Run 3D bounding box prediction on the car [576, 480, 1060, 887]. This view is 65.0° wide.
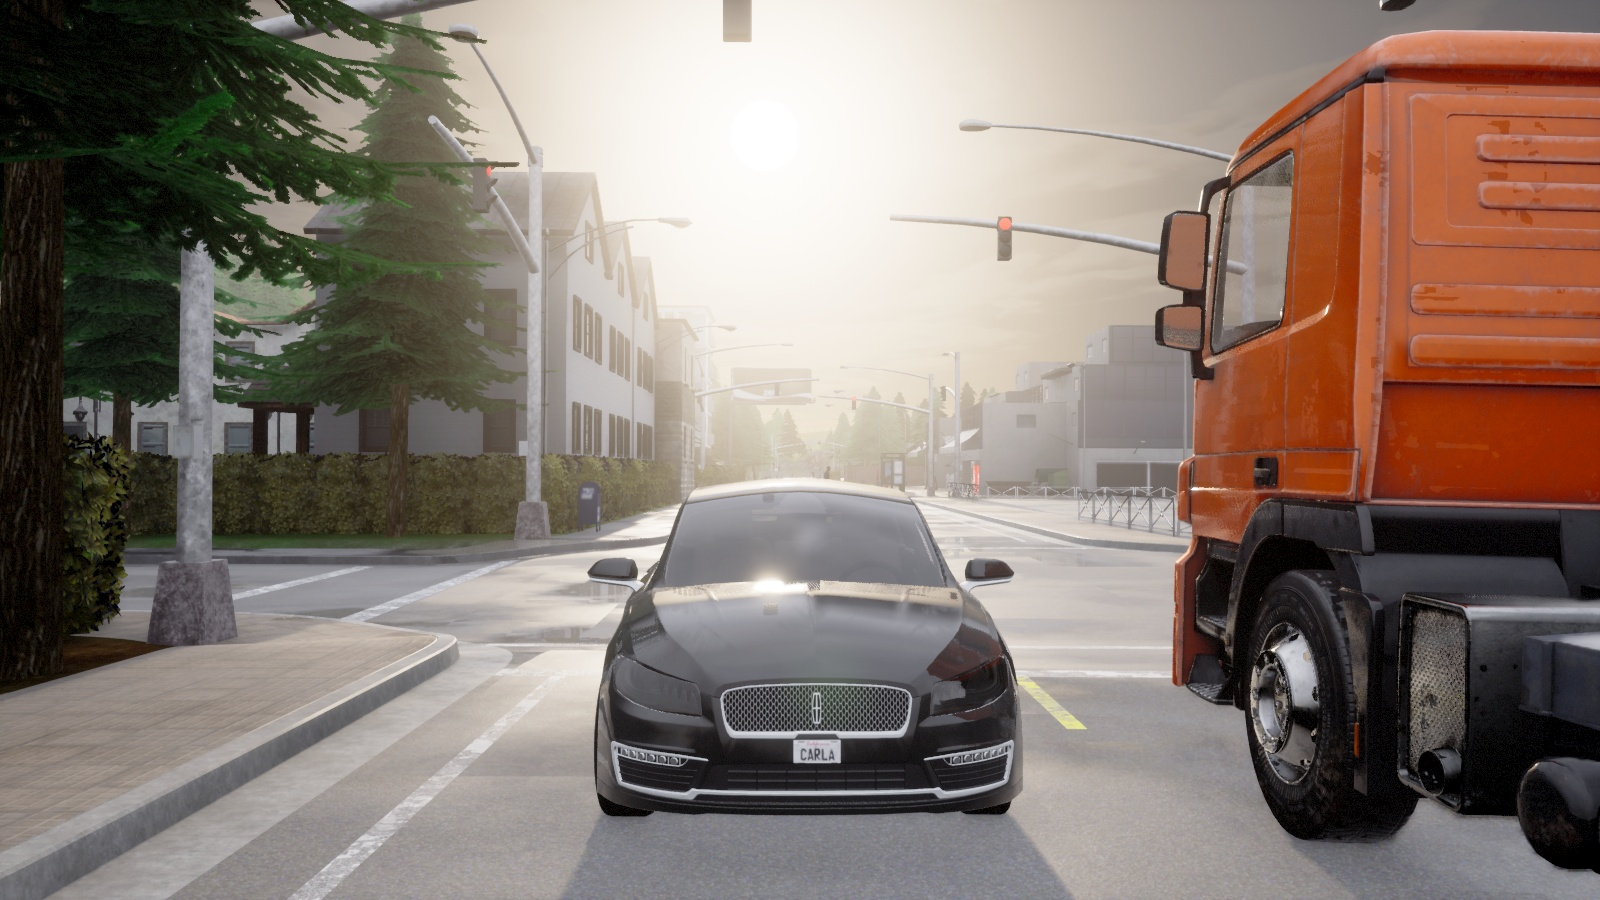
[{"bbox_3d":[-0.006,0.941,7.222,1.837,1.490,4.892,0,-1,-2],"label":"car"}]

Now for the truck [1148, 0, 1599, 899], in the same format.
[{"bbox_3d":[3.467,-0.063,3.129,2.891,3.462,7.936,1,0,0],"label":"truck"}]
